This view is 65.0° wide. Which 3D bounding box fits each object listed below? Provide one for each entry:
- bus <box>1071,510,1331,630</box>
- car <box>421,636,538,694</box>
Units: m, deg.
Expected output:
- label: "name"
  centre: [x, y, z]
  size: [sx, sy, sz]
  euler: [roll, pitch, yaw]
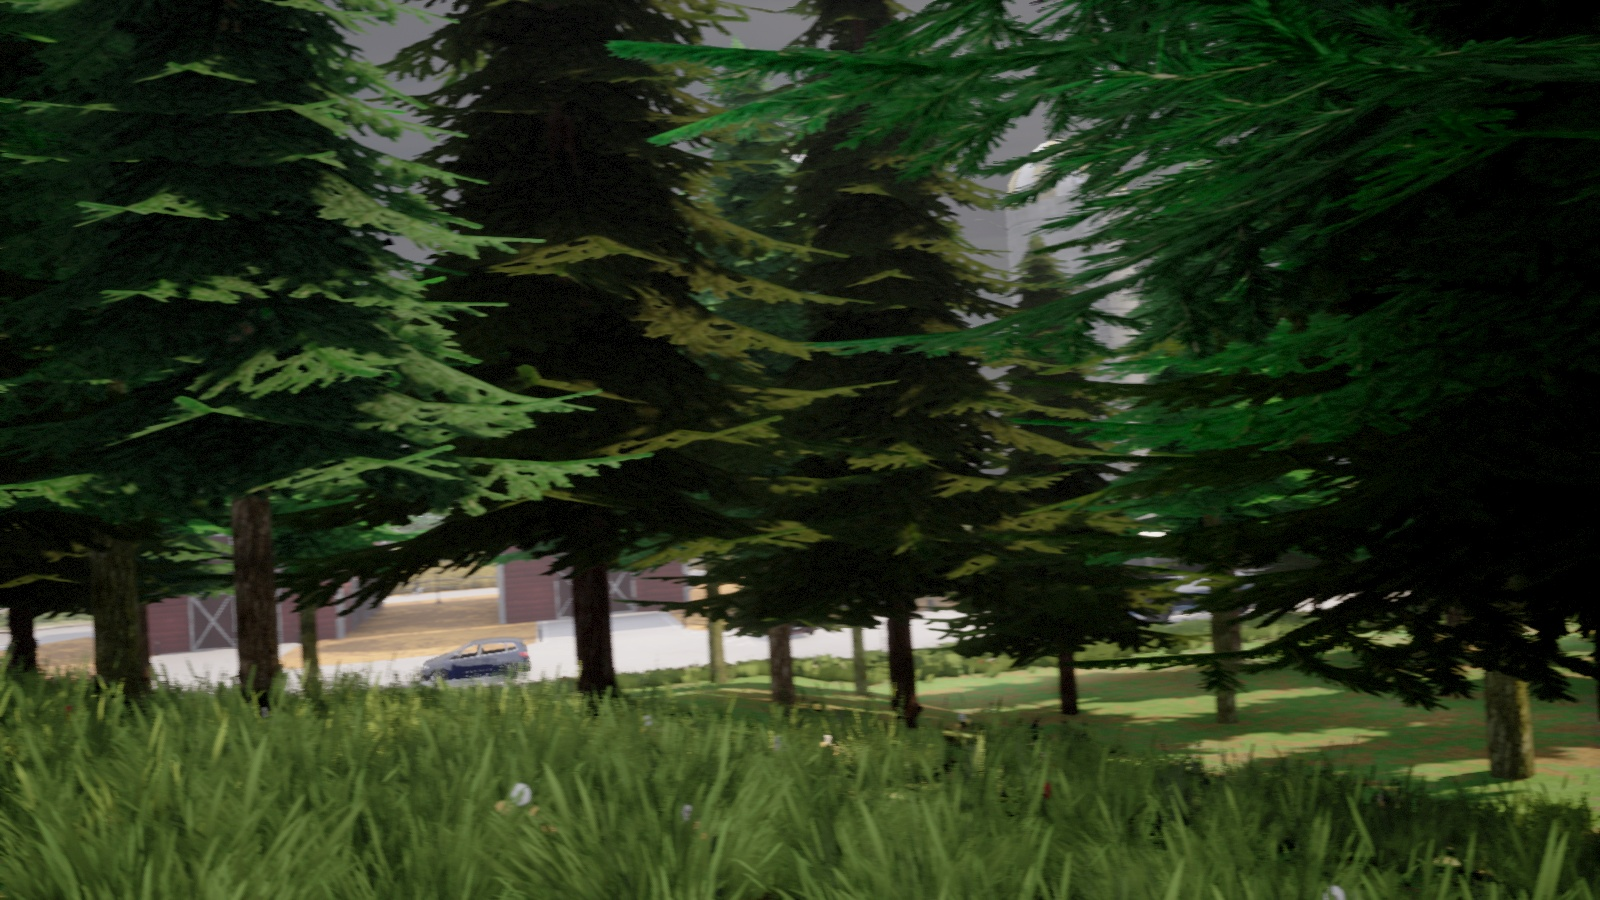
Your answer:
- label: "bus"
  centre: [18.030, 5.270, 56.797]
  size: [10.273, 4.253, 3.944]
  euler: [-5, -2, -13]
- label: "car"
  centre: [-13.526, 9.088, 53.297]
  size: [4.611, 1.667, 2.242]
  euler: [-5, -2, -13]
